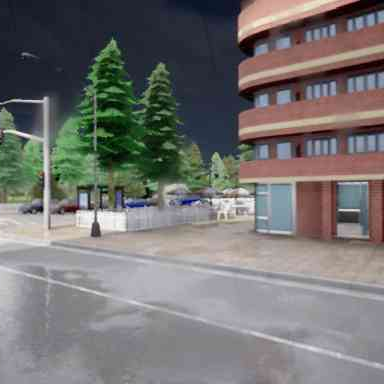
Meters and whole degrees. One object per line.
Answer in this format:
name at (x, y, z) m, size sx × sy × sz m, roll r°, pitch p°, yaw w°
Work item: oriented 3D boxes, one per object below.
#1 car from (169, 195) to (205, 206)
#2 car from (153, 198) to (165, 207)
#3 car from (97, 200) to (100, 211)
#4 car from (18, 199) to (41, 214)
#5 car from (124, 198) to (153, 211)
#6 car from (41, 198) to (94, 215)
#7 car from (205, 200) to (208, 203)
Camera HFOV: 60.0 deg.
car at (-1.050, 1.360, 51.516) m, size 5.566 × 2.045 × 2.150 m, roll 0°, pitch 0°, yaw -44°
car at (-6.307, 1.668, 50.807) m, size 1.837 × 1.490 × 4.892 m, roll 0°, pitch 0°, yaw 41°
car at (-11.734, 1.730, 43.995) m, size 1.994 × 1.385 × 4.181 m, roll 0°, pitch 0°, yaw 36°
car at (-16.775, 1.519, 37.029) m, size 2.097 × 1.767 × 4.553 m, roll 0°, pitch 0°, yaw 36°
car at (-7.877, 1.621, 43.328) m, size 1.882 × 1.535 × 5.008 m, roll 0°, pitch 0°, yaw 37°
car at (-13.291, 1.496, 35.888) m, size 2.097 × 1.767 × 4.553 m, roll 0°, pitch 0°, yaw 36°
car at (0.845, 1.716, 57.665) m, size 4.181 × 1.385 × 1.994 m, roll 0°, pitch 0°, yaw -37°
